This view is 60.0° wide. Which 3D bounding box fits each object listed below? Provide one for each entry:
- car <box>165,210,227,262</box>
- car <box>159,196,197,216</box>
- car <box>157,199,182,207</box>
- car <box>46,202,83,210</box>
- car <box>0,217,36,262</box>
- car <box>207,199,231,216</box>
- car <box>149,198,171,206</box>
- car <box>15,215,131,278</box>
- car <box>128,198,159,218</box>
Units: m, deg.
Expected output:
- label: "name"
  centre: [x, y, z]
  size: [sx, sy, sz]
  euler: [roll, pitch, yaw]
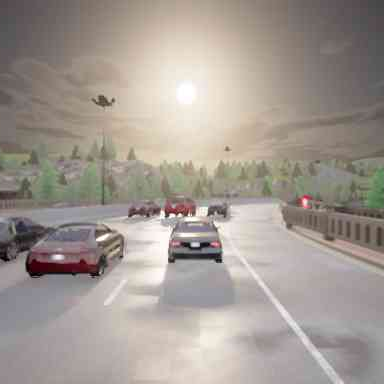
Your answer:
- label: "car"
  centre: [0.138, 1.634, 12.403]
  size: [2.033, 1.411, 5.357]
  euler: [0, 0, 1]
- label: "car"
  centre: [-1.042, 1.423, 32.259]
  size: [2.150, 2.045, 5.566]
  euler: [0, 0, 13]
- label: "car"
  centre: [-4.238, 1.992, 62.882]
  size: [2.033, 1.411, 5.357]
  euler: [-1, -1, 29]
- label: "car"
  centre: [-12.063, 1.727, 31.573]
  size: [1.837, 1.490, 4.892]
  euler: [0, 0, 12]
- label: "car"
  centre: [-6.861, 1.634, 12.448]
  size: [2.033, 1.411, 5.357]
  euler: [0, 0, 1]
- label: "car"
  centre: [2.709, 1.699, 32.787]
  size: [1.837, 1.490, 4.892]
  euler: [-1, 0, 13]
- label: "car"
  centre: [-6.293, 1.962, 66.306]
  size: [1.882, 1.535, 5.008]
  euler: [-1, 0, 30]
- label: "car"
  centre: [-3.384, 1.637, 10.436]
  size: [1.994, 1.385, 4.181]
  euler: [0, 0, 0]
- label: "car"
  centre: [-4.500, 1.564, 32.526]
  size: [2.097, 1.767, 4.553]
  euler: [0, 0, 12]
